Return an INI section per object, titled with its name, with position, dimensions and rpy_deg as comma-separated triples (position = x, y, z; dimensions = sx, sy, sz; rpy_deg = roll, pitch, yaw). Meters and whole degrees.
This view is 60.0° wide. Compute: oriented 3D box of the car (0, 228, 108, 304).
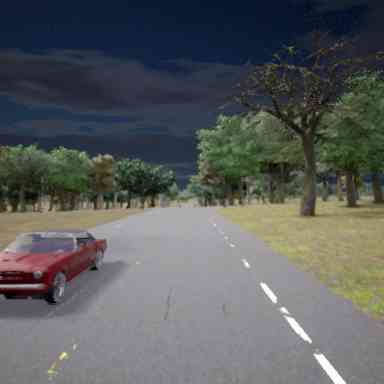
[car]
position = -3.604, 1.640, 8.356
dimensions = 1.895, 1.301, 4.718
rpy_deg = 0, 0, 0
